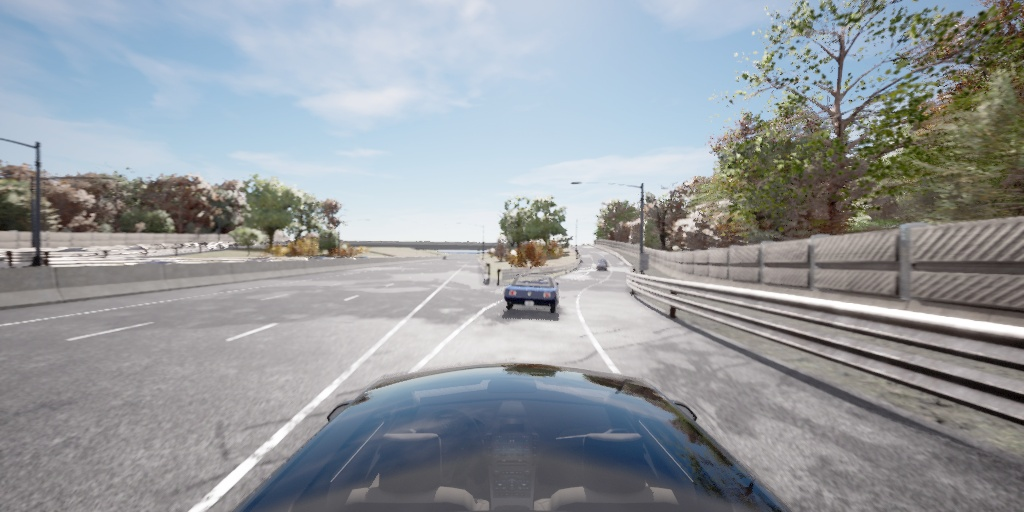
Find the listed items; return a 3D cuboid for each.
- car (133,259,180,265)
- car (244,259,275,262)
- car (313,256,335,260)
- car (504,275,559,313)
[{"bbox_3d":[-31.868,0.974,32.147,2.033,1.411,5.357,1,0,-6],"label":"car"},{"bbox_3d":[-25.098,1.041,34.850,2.033,1.411,5.357,1,0,-5],"label":"car"},{"bbox_3d":[-26.843,1.008,52.551,1.812,1.442,4.674,1,0,-5],"label":"car"},{"bbox_3d":[0.964,1.426,14.681,1.895,1.301,4.718,2,-1,9],"label":"car"}]
